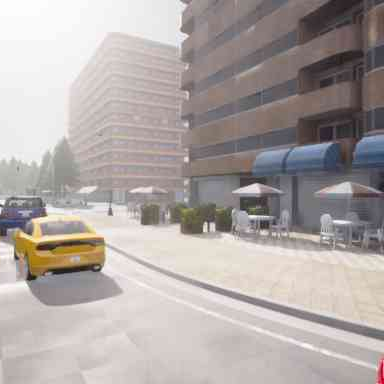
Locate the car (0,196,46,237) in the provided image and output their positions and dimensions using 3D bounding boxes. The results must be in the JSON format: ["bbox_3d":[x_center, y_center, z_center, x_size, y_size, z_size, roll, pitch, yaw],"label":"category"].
[{"bbox_3d":[-9.380,1.220,18.541,2.150,2.045,5.566,0,0,-29],"label":"car"}]

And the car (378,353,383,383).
[{"bbox_3d":[3.907,1.218,1.330,5.566,2.045,2.150,0,0,31],"label":"car"}]

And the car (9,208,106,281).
[{"bbox_3d":[-4.196,1.477,10.117,1.882,1.535,5.008,0,0,-33],"label":"car"}]
